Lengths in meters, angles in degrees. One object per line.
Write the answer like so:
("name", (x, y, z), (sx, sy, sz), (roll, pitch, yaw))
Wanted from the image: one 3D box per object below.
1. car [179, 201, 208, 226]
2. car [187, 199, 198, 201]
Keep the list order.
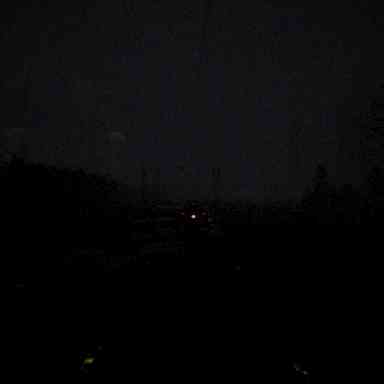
("car", (0.100, 1.563, 23.583), (1.994, 1.385, 4.181), (0, 0, 0))
("car", (0.100, 1.555, 39.604), (2.033, 1.411, 5.357), (0, 0, 0))
